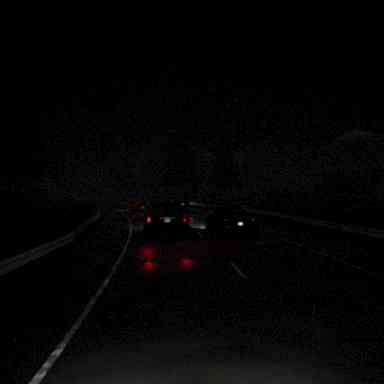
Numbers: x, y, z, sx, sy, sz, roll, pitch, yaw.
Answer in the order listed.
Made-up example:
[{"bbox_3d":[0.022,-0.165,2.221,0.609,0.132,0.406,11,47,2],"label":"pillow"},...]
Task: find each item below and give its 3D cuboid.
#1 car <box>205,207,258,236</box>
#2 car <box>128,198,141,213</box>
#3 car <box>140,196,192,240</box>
[{"bbox_3d":[1.985,1.469,17.733,1.994,1.385,4.181,0,0,-9],"label":"car"},{"bbox_3d":[-5.541,1.310,34.692,1.882,1.535,5.008,0,0,-17],"label":"car"},{"bbox_3d":[-1.402,1.270,16.670,2.097,1.767,4.553,0,0,-9],"label":"car"}]
